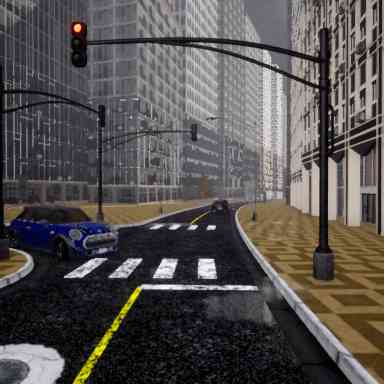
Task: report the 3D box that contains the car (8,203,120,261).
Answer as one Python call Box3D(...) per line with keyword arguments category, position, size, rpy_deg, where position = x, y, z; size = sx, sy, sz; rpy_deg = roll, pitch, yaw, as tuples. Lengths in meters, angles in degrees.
Box3D(category="car", position=(-4.782, 1.328, 12.321), size=(4.553, 1.767, 2.097), rpy_deg=(1, 1, 35))

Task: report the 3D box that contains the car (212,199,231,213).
Box3D(category="car", position=(3.341, 1.544, 37.390), size=(1.882, 1.535, 5.008), rpy_deg=(0, 0, 9))
